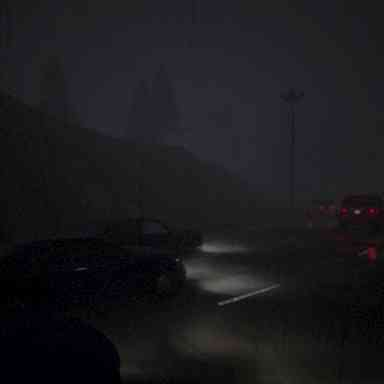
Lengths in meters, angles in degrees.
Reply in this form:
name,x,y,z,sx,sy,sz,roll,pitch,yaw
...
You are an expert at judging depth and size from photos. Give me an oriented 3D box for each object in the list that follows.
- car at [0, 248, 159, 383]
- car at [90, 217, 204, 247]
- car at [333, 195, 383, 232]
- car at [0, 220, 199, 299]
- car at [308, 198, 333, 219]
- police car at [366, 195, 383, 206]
name,x,y,z,sx,sy,sz,roll,pitch,yaw
car,-2.860,1.489,1.884,5.008,1.535,1.882,0,0,-35
car,-2.058,1.556,11.321,5.357,1.411,2.033,0,0,-41
car,10.536,1.183,20.296,2.150,2.045,5.566,0,0,35
car,-2.290,1.535,6.707,4.674,1.442,1.812,0,0,-39
car,11.420,1.311,28.557,2.097,1.767,4.553,0,0,29
police car,30.368,1.314,54.547,1.930,1.638,5.238,0,0,13
